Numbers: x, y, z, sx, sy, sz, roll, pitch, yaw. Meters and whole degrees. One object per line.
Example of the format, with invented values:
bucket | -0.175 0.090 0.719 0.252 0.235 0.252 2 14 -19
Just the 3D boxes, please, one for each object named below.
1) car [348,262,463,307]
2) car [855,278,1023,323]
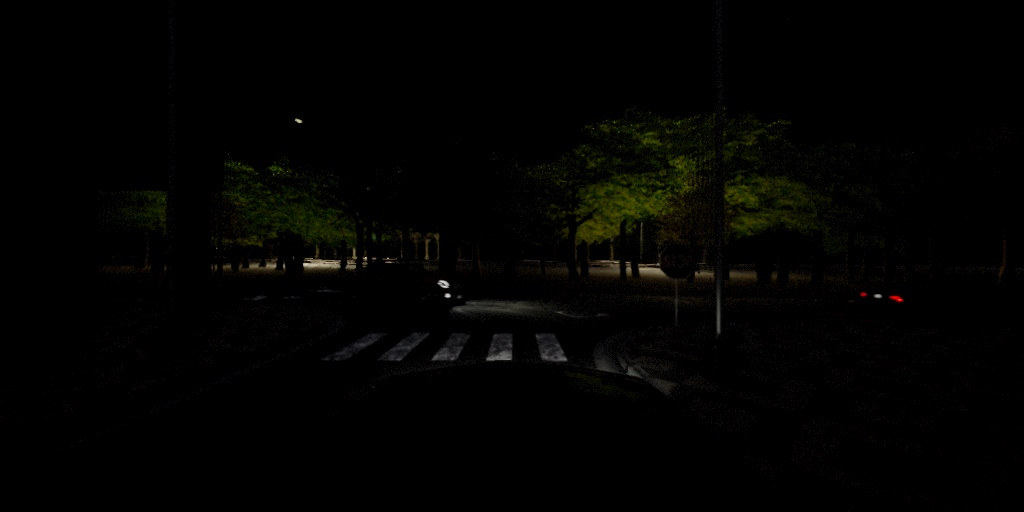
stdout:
car | -4.393 1.081 15.127 4.553 1.767 2.097 1 0 10
car | 15.406 1.498 12.420 5.357 1.411 2.033 1 0 6
